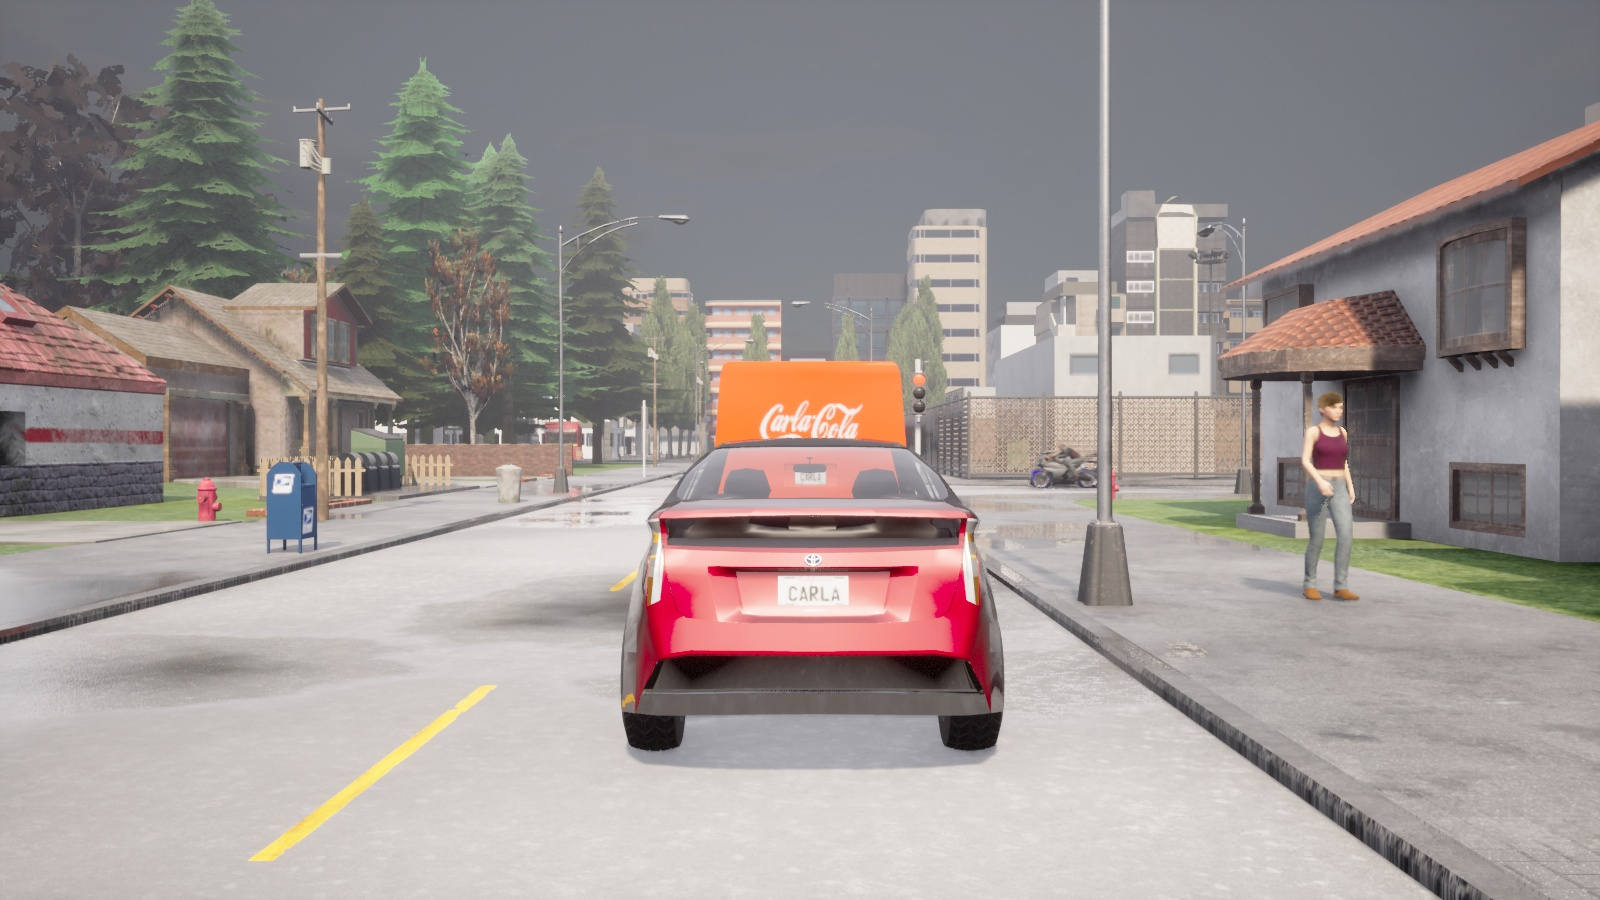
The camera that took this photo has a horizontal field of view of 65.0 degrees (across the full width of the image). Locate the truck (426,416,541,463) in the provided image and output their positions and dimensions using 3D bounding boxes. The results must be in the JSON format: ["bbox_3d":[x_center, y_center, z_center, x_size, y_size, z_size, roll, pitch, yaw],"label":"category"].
[{"bbox_3d":[-23.756,-0.788,94.488,7.936,3.462,2.891,0,0,2],"label":"truck"}]

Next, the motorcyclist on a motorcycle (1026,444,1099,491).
[{"bbox_3d":[8.507,0.558,40.769,2.191,1.530,0.866,0,0,0],"label":"motorcyclist on a motorcycle"}]

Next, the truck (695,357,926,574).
[{"bbox_3d":[0.118,0.164,16.898,2.627,2.467,5.204,0,0,0],"label":"truck"}]

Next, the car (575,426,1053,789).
[{"bbox_3d":[0.061,0.651,7.533,2.007,1.525,4.514,0,0,0],"label":"car"}]

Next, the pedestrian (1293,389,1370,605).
[{"bbox_3d":[4.634,0.398,10.966,0.345,1.836,0.594,0,0,-11],"label":"pedestrian"}]
